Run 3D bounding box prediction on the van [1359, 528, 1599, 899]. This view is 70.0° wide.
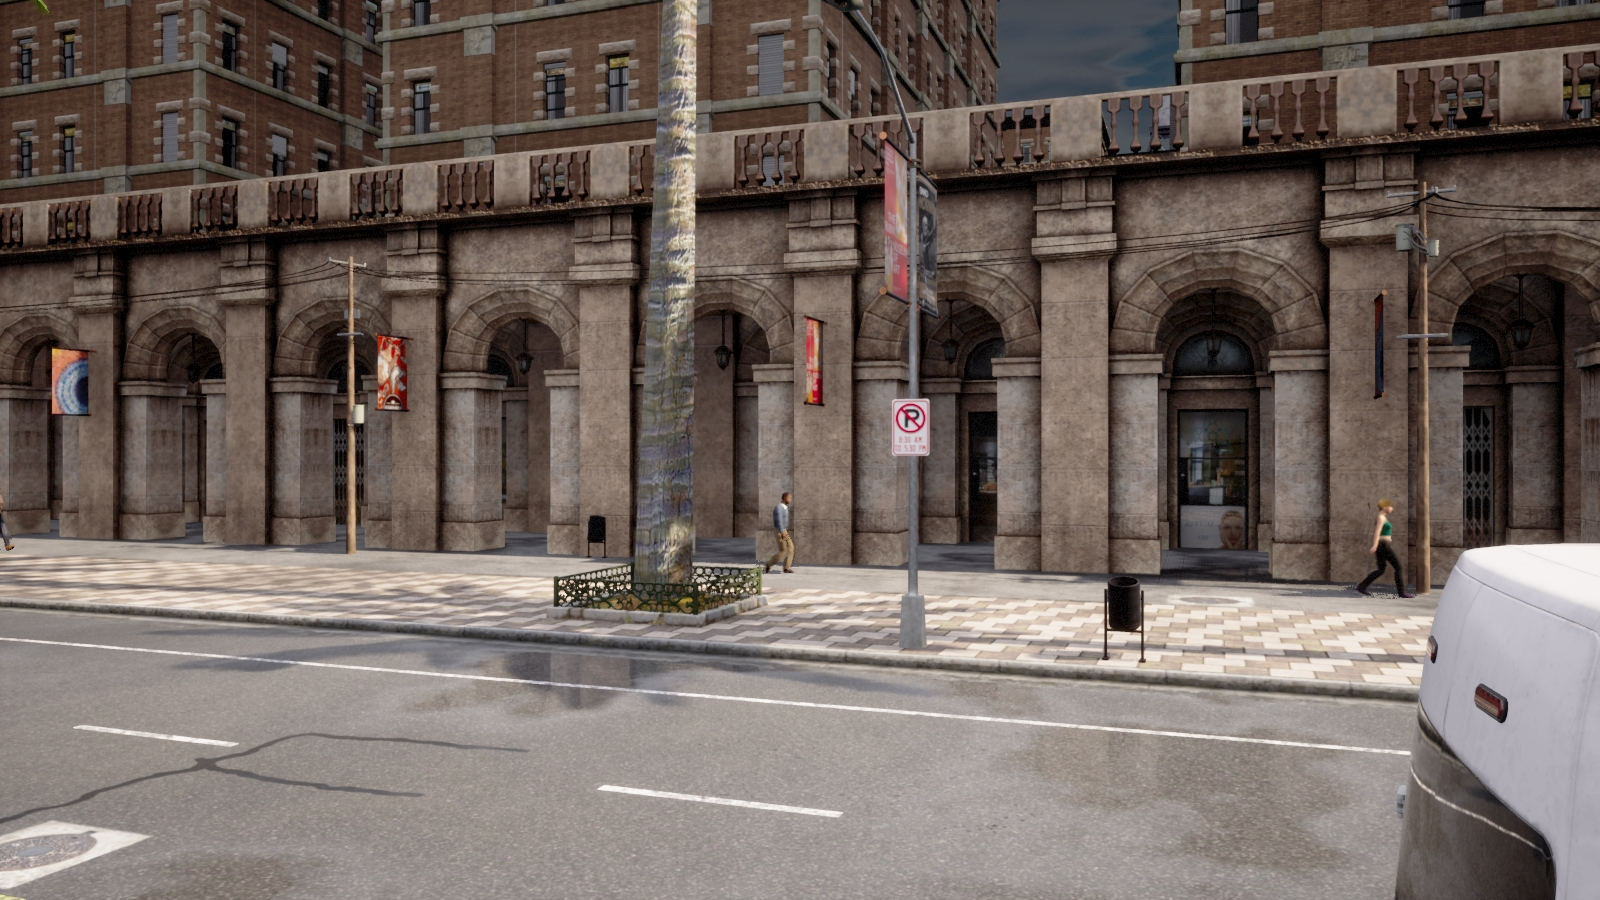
[{"bbox_3d":[4.249,1.534,1.754,5.915,2.561,1.988,0,0,20],"label":"van"}]

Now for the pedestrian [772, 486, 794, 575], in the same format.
[{"bbox_3d":[-0.361,1.696,24.315,0.375,1.860,0.375,0,0,20],"label":"pedestrian"}]

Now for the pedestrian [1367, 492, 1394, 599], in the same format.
[{"bbox_3d":[10.363,1.698,20.398,0.375,1.860,0.375,0,0,20],"label":"pedestrian"}]
